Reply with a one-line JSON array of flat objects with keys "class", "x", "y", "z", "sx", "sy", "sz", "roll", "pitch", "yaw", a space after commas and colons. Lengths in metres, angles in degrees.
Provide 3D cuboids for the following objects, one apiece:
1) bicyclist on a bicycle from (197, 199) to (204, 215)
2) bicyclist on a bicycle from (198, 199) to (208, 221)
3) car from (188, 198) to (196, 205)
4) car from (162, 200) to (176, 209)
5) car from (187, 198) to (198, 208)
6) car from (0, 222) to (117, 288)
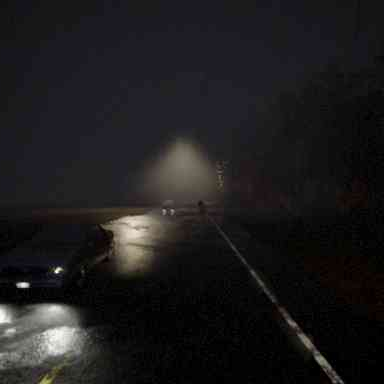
[{"class": "bicyclist on a bicycle", "x": 0.971, "y": 1.658, "z": 38.060, "sx": 0.659, "sy": 1.776, "sz": 1.843, "roll": 0, "pitch": 0, "yaw": 0}, {"class": "bicyclist on a bicycle", "x": 0.995, "y": 1.651, "z": 28.466, "sx": 0.866, "sy": 1.612, "sz": 1.509, "roll": 0, "pitch": 0, "yaw": 0}, {"class": "car", "x": 0.017, "y": 2.082, "z": 74.020, "sx": 1.812, "sy": 1.442, "sz": 4.674, "roll": 0, "pitch": 0, "yaw": 0}, {"class": "car", "x": -3.556, "y": 1.939, "z": 51.917, "sx": 2.033, "sy": 1.411, "sz": 5.357, "roll": 0, "pitch": 0, "yaw": 0}, {"class": "car", "x": 0.101, "y": 2.000, "z": 58.106, "sx": 1.994, "sy": 1.385, "sz": 4.181, "roll": 0, "pitch": -1, "yaw": 0}, {"class": "car", "x": -3.598, "y": 1.622, "z": 9.751, "sx": 2.033, "sy": 1.411, "sz": 5.357, "roll": 0, "pitch": 0, "yaw": 0}]
